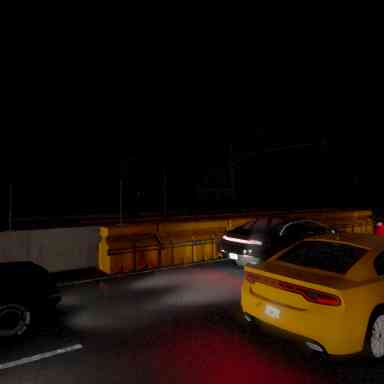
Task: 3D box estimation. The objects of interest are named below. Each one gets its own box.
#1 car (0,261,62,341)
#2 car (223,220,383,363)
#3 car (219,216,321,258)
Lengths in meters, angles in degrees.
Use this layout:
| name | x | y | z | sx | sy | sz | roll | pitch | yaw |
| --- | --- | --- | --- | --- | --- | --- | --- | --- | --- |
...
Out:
| name | x | y | z | sx | sy | sz | roll | pitch | yaw |
| --- | --- | --- | --- | --- | --- | --- | --- | --- | --- |
| car | -4.502 | 1.601 | 4.833 | 4.718 | 1.301 | 1.895 | 0 | 0 | -36 |
| car | 3.111 | 1.478 | 5.969 | 5.008 | 1.535 | 1.882 | 0 | 0 | -36 |
| car | 3.074 | 1.492 | 10.240 | 4.902 | 1.511 | 2.128 | 0 | 0 | -36 |
